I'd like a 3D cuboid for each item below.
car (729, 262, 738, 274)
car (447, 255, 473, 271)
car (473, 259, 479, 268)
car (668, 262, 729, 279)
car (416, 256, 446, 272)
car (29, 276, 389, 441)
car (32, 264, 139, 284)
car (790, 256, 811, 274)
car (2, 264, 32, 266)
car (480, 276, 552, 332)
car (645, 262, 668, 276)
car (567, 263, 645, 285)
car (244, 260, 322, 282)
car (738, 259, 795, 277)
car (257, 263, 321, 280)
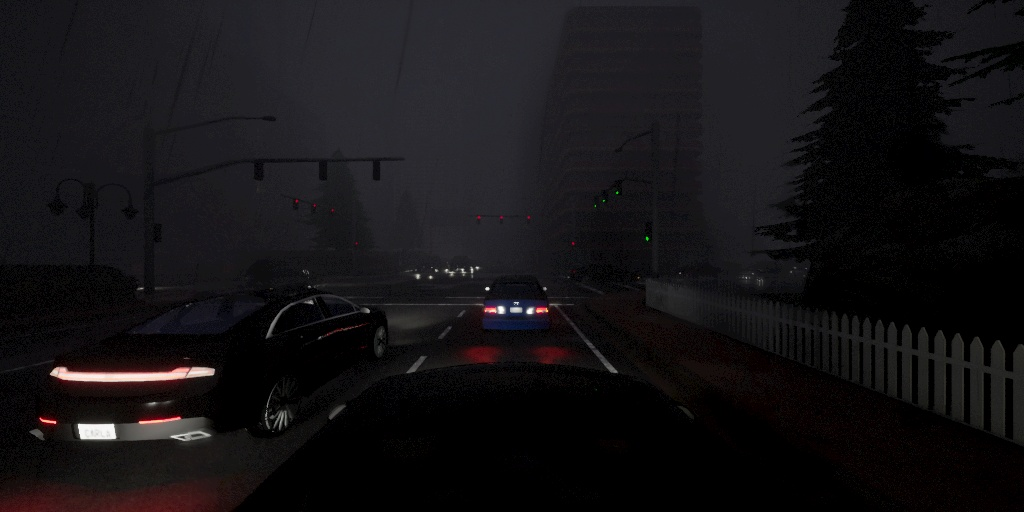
[{"bbox_3d":[22.056,1.295,36.974,4.718,1.301,1.895,0,0,-30],"label":"car"},{"bbox_3d":[-7.057,0.971,49.141,2.150,2.045,5.566,0,0,0],"label":"car"},{"bbox_3d":[-7.025,1.255,58.952,1.837,1.490,4.892,0,0,0],"label":"car"},{"bbox_3d":[15.889,1.259,30.586,4.181,1.385,1.994,0,0,-20],"label":"car"},{"bbox_3d":[-10.529,0.971,45.981,2.150,2.045,5.566,0,0,2],"label":"car"},{"bbox_3d":[-3.427,1.242,5.397,2.128,1.511,4.902,0,0,0],"label":"car"},{"bbox_3d":[-24.984,1.259,21.312,4.181,1.385,1.994,0,0,0],"label":"car"},{"bbox_3d":[32.359,0.916,40.589,2.150,2.045,5.566,0,0,43],"label":"car"},{"bbox_3d":[-33.743,1.242,24.760,5.357,1.411,2.033,0,0,0],"label":"car"},{"bbox_3d":[0.122,1.297,10.809,2.033,1.411,5.357,0,0,1],"label":"car"},{"bbox_3d":[13.155,1.242,33.411,5.357,1.411,2.033,0,0,-13],"label":"car"},{"bbox_3d":[6.372,1.207,25.190,4.892,1.490,1.837,0,0,-3],"label":"car"},{"bbox_3d":[-15.725,1.066,24.876,4.553,1.767,2.097,1,0,0],"label":"car"},{"bbox_3d":[24.369,1.242,34.262,5.357,1.411,2.033,0,0,-31],"label":"car"},{"bbox_3d":[-11.143,1.285,17.692,2.033,1.411,5.357,0,0,-37],"label":"car"}]
